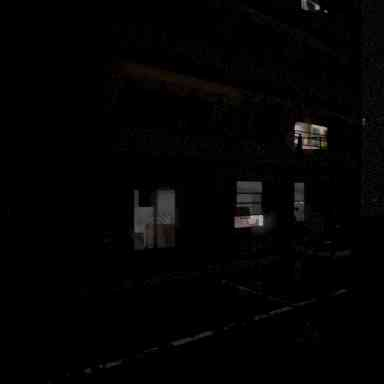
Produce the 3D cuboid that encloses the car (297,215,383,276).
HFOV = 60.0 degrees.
[{"bbox_3d":[5.042,1.581,10.230,4.206,1.307,1.802,0,0,-36],"label":"car"}]

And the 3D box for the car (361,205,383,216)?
[{"bbox_3d":[16.822,1.887,32.091,1.895,1.301,4.718,0,-1,-36],"label":"car"}]
